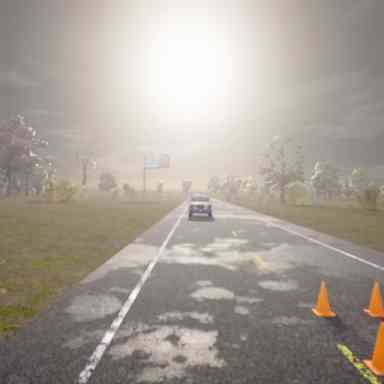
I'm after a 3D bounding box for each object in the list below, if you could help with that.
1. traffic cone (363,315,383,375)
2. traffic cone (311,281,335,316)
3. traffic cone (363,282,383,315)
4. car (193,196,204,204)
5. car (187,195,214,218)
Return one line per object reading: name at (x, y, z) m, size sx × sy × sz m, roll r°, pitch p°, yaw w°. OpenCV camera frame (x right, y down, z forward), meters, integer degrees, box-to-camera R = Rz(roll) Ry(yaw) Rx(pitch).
traffic cone at (2.460, 1.985, 4.300) m, size 0.340 × 0.580 × 0.340 m, roll 1°, pitch 0°, yaw 1°
traffic cone at (2.484, 1.988, 6.300) m, size 0.340 × 0.580 × 0.340 m, roll 1°, pitch 0°, yaw 1°
traffic cone at (3.484, 1.998, 6.288) m, size 0.340 × 0.580 × 0.340 m, roll 1°, pitch 0°, yaw 1°
car at (1.208, 1.631, 67.526) m, size 2.128 × 1.511 × 4.902 m, roll 1°, pitch 0°, yaw 1°
car at (0.780, 1.283, 31.517) m, size 2.150 × 2.045 × 5.566 m, roll 1°, pitch 0°, yaw 1°
